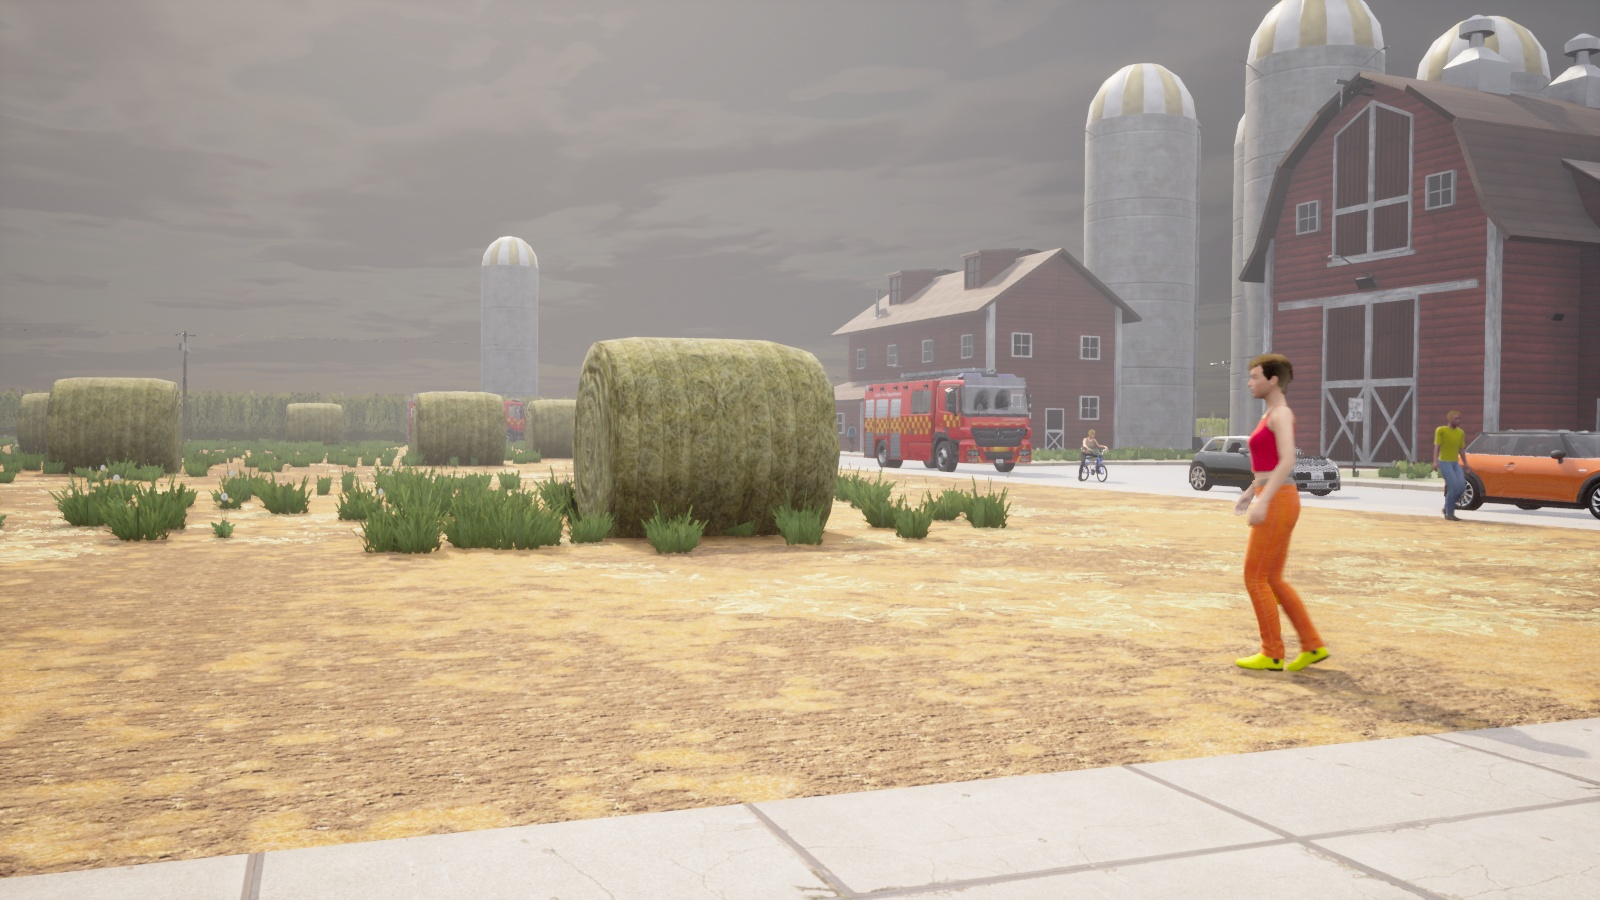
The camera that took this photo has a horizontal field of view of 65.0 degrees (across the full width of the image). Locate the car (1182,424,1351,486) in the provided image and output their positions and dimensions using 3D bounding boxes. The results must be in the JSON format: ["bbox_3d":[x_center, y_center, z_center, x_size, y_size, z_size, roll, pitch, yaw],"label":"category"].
[{"bbox_3d":[11.792,0.089,31.991,1.970,1.475,3.806,-1,1,-22],"label":"car"}]

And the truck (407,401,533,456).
[{"bbox_3d":[-23.816,-1.585,90.712,8.468,3.827,2.891,-1,1,-21],"label":"truck"}]

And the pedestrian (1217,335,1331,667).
[{"bbox_3d":[2.726,0.281,7.214,0.594,1.836,0.345,0,1,23],"label":"pedestrian"}]

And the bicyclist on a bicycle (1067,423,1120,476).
[{"bbox_3d":[9.057,-0.021,38.790,0.866,1.612,1.509,-1,1,-22],"label":"bicyclist on a bicycle"}]

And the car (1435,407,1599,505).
[{"bbox_3d":[14.920,0.071,24.185,2.097,1.767,4.553,-1,1,-22],"label":"car"}]

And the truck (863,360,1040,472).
[{"bbox_3d":[5.505,-1.246,47.608,2.891,3.827,8.468,-2,1,-22],"label":"truck"}]

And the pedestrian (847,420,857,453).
[{"bbox_3d":[3.105,-0.819,74.915,0.396,1.930,0.692,0,1,16],"label":"pedestrian"}]

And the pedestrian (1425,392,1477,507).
[{"bbox_3d":[10.615,-0.018,20.488,0.354,1.836,0.706,-1,1,-16],"label":"pedestrian"}]
